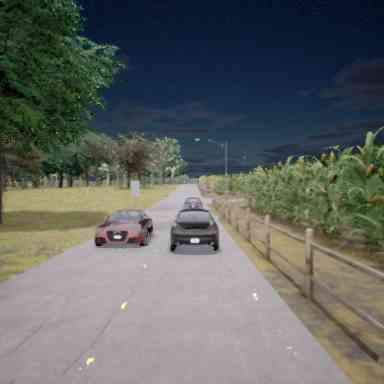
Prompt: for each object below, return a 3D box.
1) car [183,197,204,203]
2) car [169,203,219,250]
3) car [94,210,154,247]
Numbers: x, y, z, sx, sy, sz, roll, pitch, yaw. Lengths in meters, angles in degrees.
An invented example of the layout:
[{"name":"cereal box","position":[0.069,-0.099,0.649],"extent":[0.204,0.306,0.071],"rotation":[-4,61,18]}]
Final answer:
[{"name":"car","position":[0.111,1.209,30.904],"extent":[2.033,1.411,5.357],"rotation":[0,1,0]},{"name":"car","position":[0.105,1.435,14.039],"extent":[1.837,1.490,4.892],"rotation":[0,1,0]},{"name":"car","position":[-2.816,1.490,14.563],"extent":[1.994,1.385,4.181],"rotation":[0,1,0]}]
